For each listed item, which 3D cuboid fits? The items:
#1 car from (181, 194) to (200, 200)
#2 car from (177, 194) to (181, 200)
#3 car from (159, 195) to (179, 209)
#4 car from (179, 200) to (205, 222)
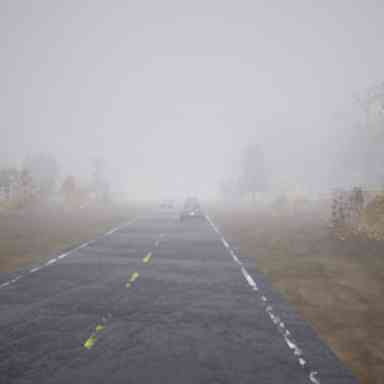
[{"bbox_3d":[-0.028,1.342,42.796,2.097,1.767,4.553,0,0,0],"label":"car"},{"bbox_3d":[-3.248,1.344,82.775,2.097,1.767,4.553,0,0,0],"label":"car"},{"bbox_3d":[-3.213,1.542,44.431,2.033,1.411,5.357,0,0,0],"label":"car"},{"bbox_3d":[0.021,1.560,26.683,1.994,1.385,4.181,0,0,0],"label":"car"}]
